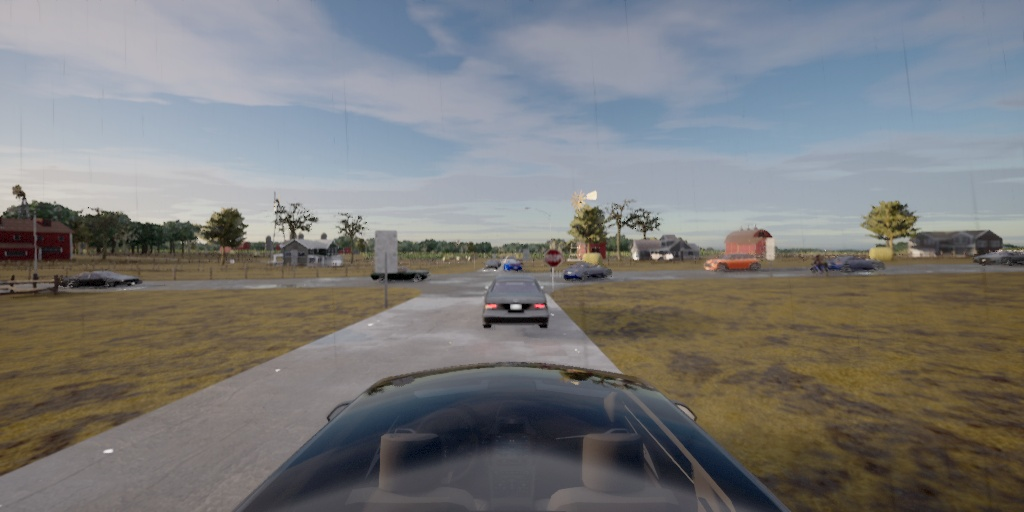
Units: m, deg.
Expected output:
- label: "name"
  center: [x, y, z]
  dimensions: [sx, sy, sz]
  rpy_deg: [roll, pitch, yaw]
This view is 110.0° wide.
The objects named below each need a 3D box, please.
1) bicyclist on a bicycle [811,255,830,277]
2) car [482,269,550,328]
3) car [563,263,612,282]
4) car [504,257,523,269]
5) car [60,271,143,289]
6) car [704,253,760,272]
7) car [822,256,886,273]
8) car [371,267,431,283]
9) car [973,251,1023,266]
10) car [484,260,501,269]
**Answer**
- label: "bicyclist on a bicycle"
  center: [22.837, 0.759, 26.602]
  dimensions: [0.582, 1.620, 1.656]
  rpy_deg: [-1, 0, 0]
- label: "car"
  center: [0.091, 1.300, 11.326]
  dimensions: [2.033, 1.411, 5.357]
  rpy_deg: [0, 0, 0]
- label: "car"
  center: [6.071, 1.220, 28.742]
  dimensions: [4.181, 1.385, 1.994]
  rpy_deg: [-2, 1, -36]
- label: "car"
  center: [0.116, 1.260, 45.718]
  dimensions: [1.882, 1.535, 5.008]
  rpy_deg: [-1, 0, -8]
- label: "car"
  center: [-34.782, 2.001, 30.390]
  dimensions: [5.357, 1.411, 2.033]
  rpy_deg: [-1, 1, 0]
- label: "car"
  center: [20.868, 0.571, 34.188]
  dimensions: [4.553, 1.767, 2.097]
  rpy_deg: [-1, 1, 0]
- label: "car"
  center: [28.999, 0.666, 30.508]
  dimensions: [4.181, 1.385, 1.994]
  rpy_deg: [-1, 1, 0]
- label: "car"
  center: [-9.333, 1.548, 30.439]
  dimensions: [4.718, 1.301, 1.895]
  rpy_deg: [-1, 1, 0]
- label: "car"
  center: [47.007, 0.194, 34.191]
  dimensions: [4.181, 1.385, 1.994]
  rpy_deg: [-1, 1, 0]
- label: "car"
  center: [-3.018, 1.300, 52.813]
  dimensions: [1.837, 1.490, 4.892]
  rpy_deg: [0, 0, -1]
